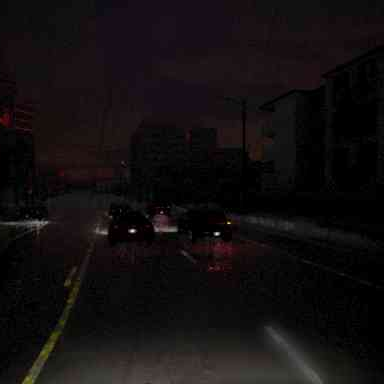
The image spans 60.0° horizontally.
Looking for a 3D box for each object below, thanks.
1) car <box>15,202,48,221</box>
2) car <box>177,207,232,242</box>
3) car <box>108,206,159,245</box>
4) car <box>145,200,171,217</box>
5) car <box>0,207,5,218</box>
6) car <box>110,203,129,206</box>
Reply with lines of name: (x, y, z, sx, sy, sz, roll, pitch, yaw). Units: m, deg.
car: (-13.126, 1.559, 27.511, 1.812, 1.442, 4.674, 0, 0, -15)
car: (0.487, 1.515, 16.406, 1.837, 1.490, 4.892, 0, 0, -14)
car: (-2.915, 1.571, 15.584, 1.994, 1.385, 4.181, 0, 0, -14)
car: (-3.231, 1.515, 31.156, 1.837, 1.490, 4.892, 0, 0, -15)
car: (-16.509, 1.598, 26.613, 1.994, 1.385, 4.181, 0, 0, -15)
car: (-6.620, 1.615, 30.281, 1.895, 1.301, 4.718, 0, 0, -15)
